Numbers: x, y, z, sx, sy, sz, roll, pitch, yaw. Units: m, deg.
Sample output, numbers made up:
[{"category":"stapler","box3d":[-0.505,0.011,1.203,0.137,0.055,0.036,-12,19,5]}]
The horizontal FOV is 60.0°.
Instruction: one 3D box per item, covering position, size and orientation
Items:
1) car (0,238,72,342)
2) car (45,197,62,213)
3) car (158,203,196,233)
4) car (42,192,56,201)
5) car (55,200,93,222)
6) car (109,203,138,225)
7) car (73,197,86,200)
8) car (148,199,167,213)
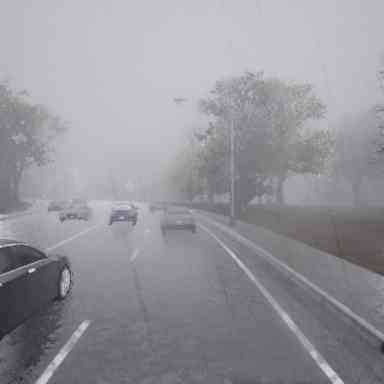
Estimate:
[{"category":"car","box3d":[-3.521,1.509,5.439,1.837,1.490,4.892,0,0,-1]},{"category":"car","box3d":[-14.738,1.570,36.966,1.994,1.385,4.181,0,0,-15]},{"category":"car","box3d":[-0.901,1.569,19.823,1.994,1.385,4.181,0,0,-6]},{"category":"car","box3d":[-31.603,1.040,73.621,2.150,2.045,5.566,0,0,-35]},{"category":"car","box3d":[-8.936,1.572,25.970,1.994,1.385,4.181,0,0,-9]},{"category":"car","box3d":[-4.921,1.533,24.236,1.812,1.442,4.674,0,0,-7]},{"category":"car","box3d":[-21.775,1.599,64.504,1.895,1.301,4.718,0,0,-28]},{"category":"car","box3d":[-3.794,1.504,37.248,2.128,1.511,4.902,0,0,-13]}]
